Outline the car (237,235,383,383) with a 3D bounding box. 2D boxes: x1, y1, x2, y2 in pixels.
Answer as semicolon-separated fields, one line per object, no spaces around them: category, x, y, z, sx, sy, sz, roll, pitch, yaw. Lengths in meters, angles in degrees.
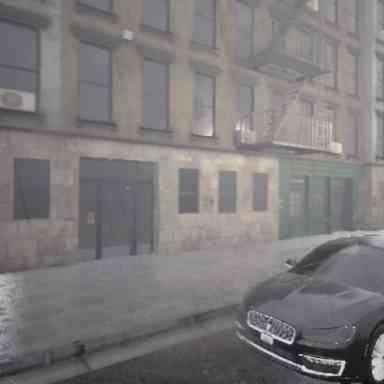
car;2.884;1.535;5.439;4.892;1.490;1.837;0;0;-36
